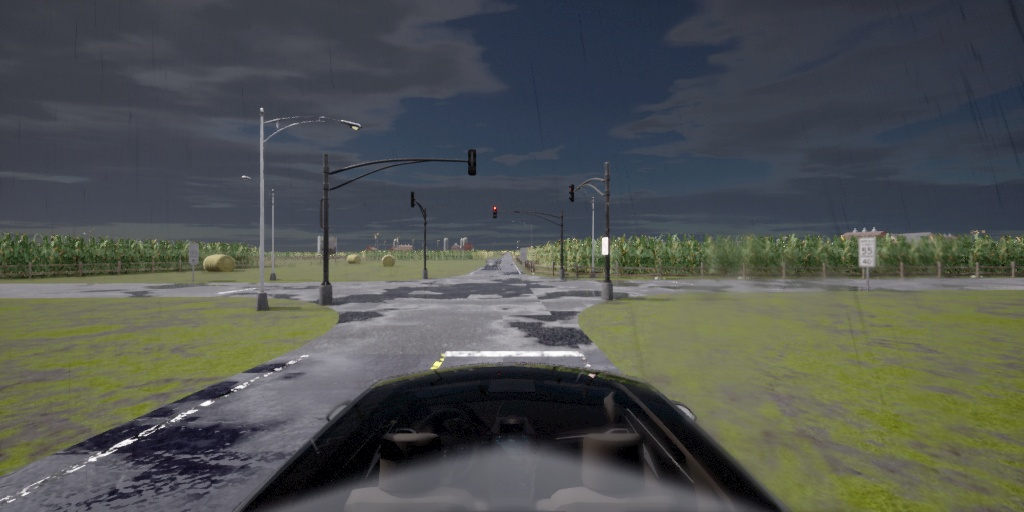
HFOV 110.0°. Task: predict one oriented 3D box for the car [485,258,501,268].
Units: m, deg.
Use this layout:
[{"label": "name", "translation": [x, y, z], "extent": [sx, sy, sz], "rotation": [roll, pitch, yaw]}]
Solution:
[{"label": "car", "translation": [-3.378, 1.225, 59.474], "extent": [2.128, 1.511, 4.902], "rotation": [0, 1, -1]}]
